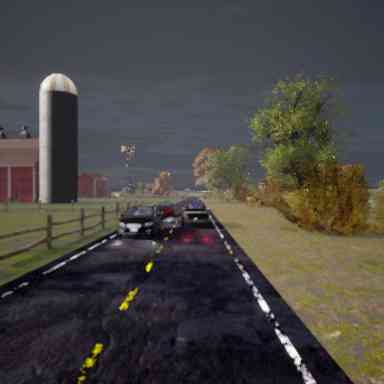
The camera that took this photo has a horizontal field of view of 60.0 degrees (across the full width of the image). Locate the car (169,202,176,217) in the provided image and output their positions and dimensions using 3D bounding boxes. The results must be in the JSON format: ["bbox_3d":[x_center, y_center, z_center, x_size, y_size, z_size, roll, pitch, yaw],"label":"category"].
[{"bbox_3d":[-2.512,1.578,30.991,1.994,1.385,4.181,0,0,1],"label":"car"}]

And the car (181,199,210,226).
[{"bbox_3d":[0.264,1.499,23.401,2.128,1.511,4.902,0,0,1],"label":"car"}]

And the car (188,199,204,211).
[{"bbox_3d":[0.495,1.619,42.677,1.994,1.385,4.181,0,0,1],"label":"car"}]

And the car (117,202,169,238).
[{"bbox_3d":[-2.632,1.488,17.768,2.128,1.511,4.902,0,0,1],"label":"car"}]
